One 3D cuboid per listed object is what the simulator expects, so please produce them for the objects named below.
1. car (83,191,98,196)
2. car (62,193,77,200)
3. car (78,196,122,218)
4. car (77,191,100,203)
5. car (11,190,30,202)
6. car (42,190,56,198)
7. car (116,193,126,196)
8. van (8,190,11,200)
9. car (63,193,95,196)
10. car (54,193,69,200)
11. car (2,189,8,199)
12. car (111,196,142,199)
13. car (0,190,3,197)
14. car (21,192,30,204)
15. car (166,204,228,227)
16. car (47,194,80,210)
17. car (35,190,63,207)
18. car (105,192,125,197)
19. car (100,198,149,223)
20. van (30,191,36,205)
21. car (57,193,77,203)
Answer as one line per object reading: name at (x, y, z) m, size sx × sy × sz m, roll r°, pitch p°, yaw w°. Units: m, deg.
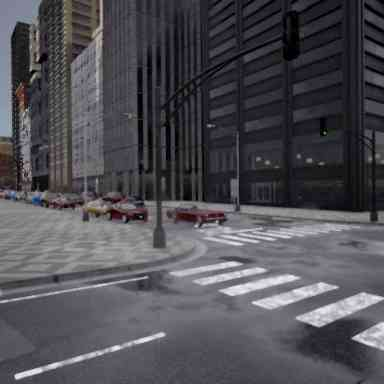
car at (-15.654, 1.046, 49.291) m, size 2.128 × 1.511 × 4.902 m, roll -1°, pitch 1°, yaw -35°
car at (-24.222, 0.925, 65.618) m, size 1.802 × 1.307 × 4.206 m, roll 0°, pitch 1°, yaw -36°
car at (-7.958, 1.340, 28.584) m, size 1.752 × 1.417 × 4.829 m, roll 0°, pitch 1°, yaw -36°
car at (-17.629, 0.770, 56.501) m, size 2.192 × 1.841 × 5.009 m, roll 0°, pitch 1°, yaw -36°
car at (-31.132, 0.890, 60.624) m, size 1.967 × 1.590 × 4.097 m, roll 0°, pitch 1°, yaw -36°
car at (-34.109, 0.486, 79.287) m, size 2.192 × 1.841 × 5.009 m, roll 0°, pitch 1°, yaw -36°
car at (-7.741, 1.177, 42.831) m, size 1.947 × 1.339 × 4.313 m, roll 0°, pitch 1°, yaw -36°
van at (-34.427, 0.733, 65.181) m, size 1.690 × 1.788 × 3.998 m, roll 0°, pitch 1°, yaw -36°
car at (-14.710, 1.196, 42.646) m, size 2.033 × 1.411 × 5.357 m, roll -1°, pitch 1°, yaw -36°
car at (-27.518, 0.831, 70.175) m, size 1.887 × 1.381 × 4.507 m, roll 0°, pitch 1°, yaw -36°
car at (-37.724, 0.650, 69.738) m, size 2.192 × 1.841 × 5.009 m, roll 0°, pitch 1°, yaw -36°
car at (-5.576, 1.346, 30.002) m, size 1.994 × 1.385 × 4.181 m, roll -1°, pitch 1°, yaw -35°
car at (-41.021, 0.828, 74.297) m, size 2.008 × 1.369 × 4.403 m, roll 0°, pitch 1°, yaw -36°
car at (-24.540, 1.112, 51.510) m, size 2.008 × 1.369 × 4.403 m, roll 0°, pitch 1°, yaw -36°
car at (0.248, 1.464, 21.894) m, size 1.895 × 1.301 × 4.718 m, roll -1°, pitch 1°, yaw -35°
car at (-14.650, 1.263, 37.837) m, size 1.887 × 1.381 × 4.507 m, roll 0°, pitch 1°, yaw -36°
car at (-17.946, 0.982, 42.393) m, size 2.192 × 1.841 × 5.009 m, roll 0°, pitch 1°, yaw -36°
car at (-11.037, 0.876, 47.386) m, size 2.192 × 1.841 × 5.009 m, roll 0°, pitch 1°, yaw -36°
car at (-4.761, 1.404, 24.164) m, size 1.887 × 1.381 × 4.507 m, roll 0°, pitch 1°, yaw -36°
van at (-21.243, 0.956, 46.951) m, size 1.690 × 1.788 × 3.998 m, roll 0°, pitch 1°, yaw -36°
car at (-21.650, 0.950, 57.497) m, size 2.128 × 1.511 × 4.902 m, roll -1°, pitch 1°, yaw -36°
